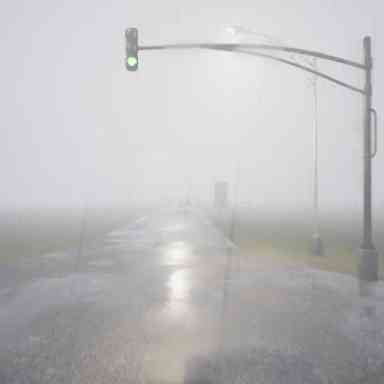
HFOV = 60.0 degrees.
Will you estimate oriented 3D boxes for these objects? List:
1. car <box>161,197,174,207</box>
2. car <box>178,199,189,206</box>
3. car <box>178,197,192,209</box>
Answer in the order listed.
[{"bbox_3d":[-4.047,1.665,56.125,2.097,1.767,4.553,0,0,-3],"label":"car"},{"bbox_3d":[-1.608,1.941,62.081,1.895,1.301,4.718,0,0,-3],"label":"car"},{"bbox_3d":[-1.098,1.624,52.003,2.097,1.767,4.553,0,0,-3],"label":"car"}]
